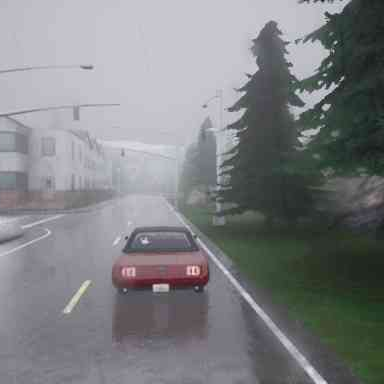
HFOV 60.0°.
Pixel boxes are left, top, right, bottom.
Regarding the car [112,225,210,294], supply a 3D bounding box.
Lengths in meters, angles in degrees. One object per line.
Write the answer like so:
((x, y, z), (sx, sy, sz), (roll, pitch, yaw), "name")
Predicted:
((-0.784, 1.506, 8.511), (1.895, 1.301, 4.718), (0, 1, -5), "car")
